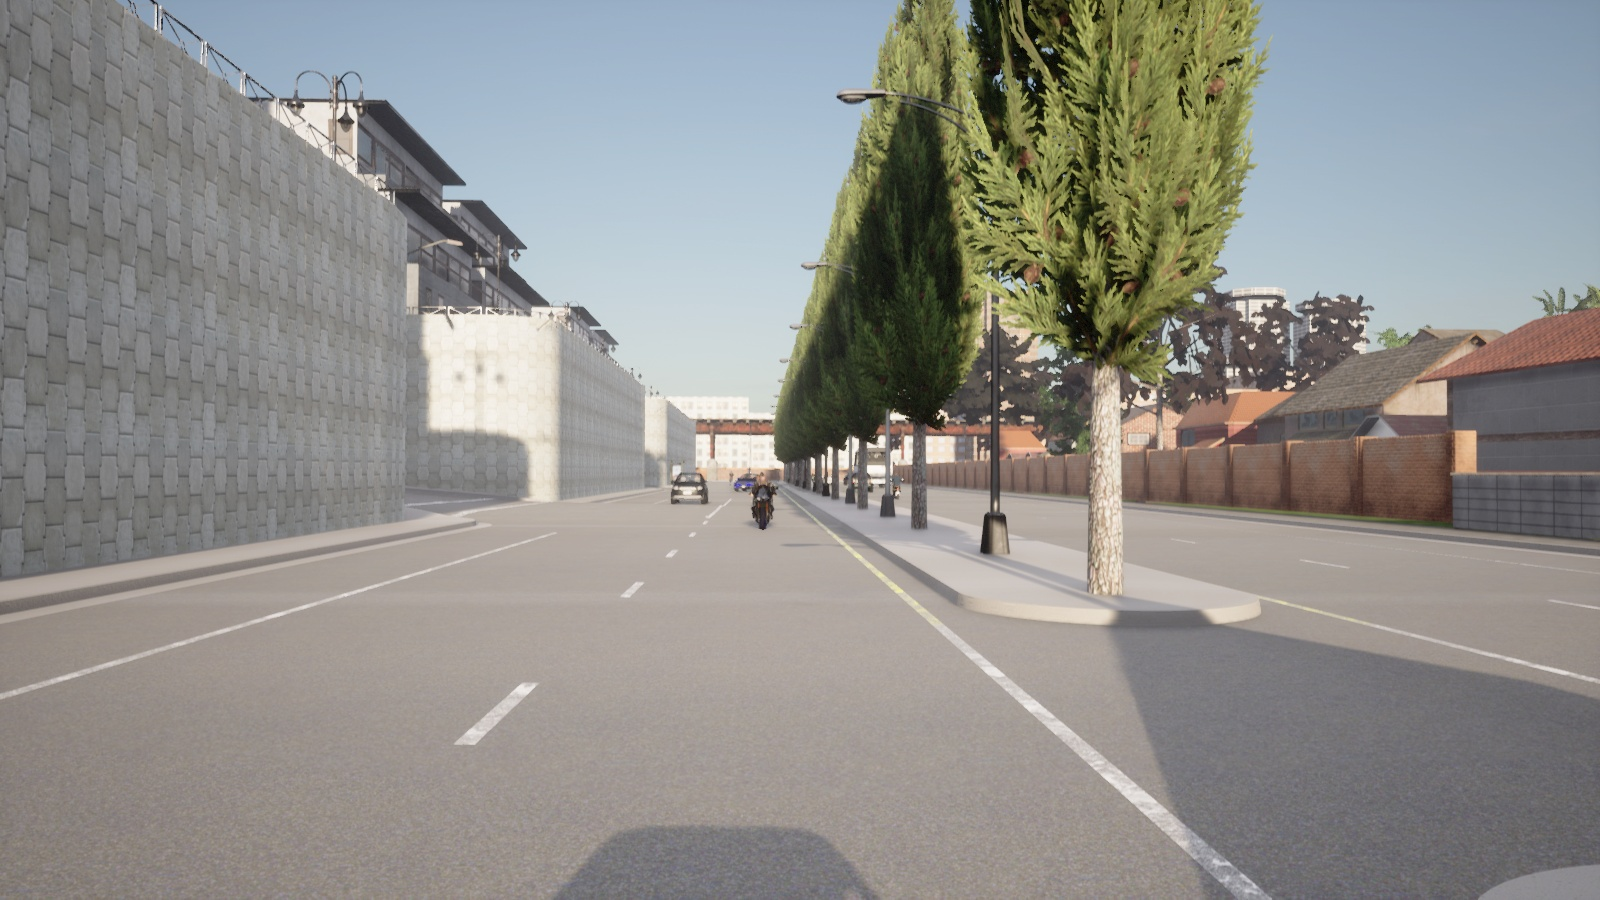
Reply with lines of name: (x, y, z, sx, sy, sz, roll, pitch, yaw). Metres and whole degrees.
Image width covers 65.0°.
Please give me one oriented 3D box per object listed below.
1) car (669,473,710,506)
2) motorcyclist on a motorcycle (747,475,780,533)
car: (-5.359, 1.895, 61.179, 1.789, 1.549, 3.705, 0, -1, -2)
motorcyclist on a motorcycle: (-1.015, 1.467, 34.689, 0.866, 1.530, 2.191, 0, -1, -2)
